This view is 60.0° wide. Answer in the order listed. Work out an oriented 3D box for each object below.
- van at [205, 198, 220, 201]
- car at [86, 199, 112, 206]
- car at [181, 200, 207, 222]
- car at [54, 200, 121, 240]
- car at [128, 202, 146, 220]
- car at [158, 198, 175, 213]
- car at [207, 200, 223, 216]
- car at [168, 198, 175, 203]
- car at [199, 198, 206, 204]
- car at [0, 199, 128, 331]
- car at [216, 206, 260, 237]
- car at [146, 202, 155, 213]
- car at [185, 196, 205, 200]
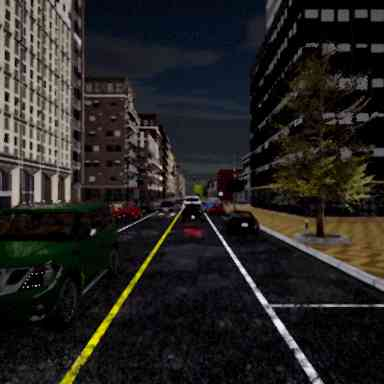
[{"bbox_3d":[2.683,1.656,41.625,1.690,1.788,3.998,0,0,0],"label":"van"},{"bbox_3d":[-17.433,2.009,62.445,4.206,1.307,1.802,0,-1,0],"label":"car"},{"bbox_3d":[0.095,1.718,28.518,1.837,1.490,4.892,0,0,0],"label":"car"},{"bbox_3d":[-5.676,1.454,18.900,2.192,1.841,5.009,0,0,0],"label":"car"},{"bbox_3d":[-5.671,1.771,30.276,1.887,1.381,4.507,0,0,0],"label":"car"},{"bbox_3d":[-3.070,1.835,40.919,1.812,1.442,4.674,0,0,0],"label":"car"},{"bbox_3d":[2.679,1.852,35.934,1.802,1.307,4.206,0,0,0],"label":"car"},{"bbox_3d":[-5.639,2.270,91.781,1.752,1.417,4.829,0,-1,0],"label":"car"},{"bbox_3d":[2.739,2.223,86.578,1.752,1.417,4.829,0,-1,0],"label":"car"},{"bbox_3d":[-3.097,1.277,7.310,2.150,2.045,5.566,0,-1,0],"label":"car"},{"bbox_3d":[2.671,1.705,18.867,1.947,1.339,4.313,0,0,0],"label":"car"},{"bbox_3d":[-5.665,1.881,41.653,1.947,1.339,4.313,0,0,0],"label":"car"},{"bbox_3d":[0.056,1.523,39.608,2.150,2.045,5.566,0,0,0],"label":"car"}]
